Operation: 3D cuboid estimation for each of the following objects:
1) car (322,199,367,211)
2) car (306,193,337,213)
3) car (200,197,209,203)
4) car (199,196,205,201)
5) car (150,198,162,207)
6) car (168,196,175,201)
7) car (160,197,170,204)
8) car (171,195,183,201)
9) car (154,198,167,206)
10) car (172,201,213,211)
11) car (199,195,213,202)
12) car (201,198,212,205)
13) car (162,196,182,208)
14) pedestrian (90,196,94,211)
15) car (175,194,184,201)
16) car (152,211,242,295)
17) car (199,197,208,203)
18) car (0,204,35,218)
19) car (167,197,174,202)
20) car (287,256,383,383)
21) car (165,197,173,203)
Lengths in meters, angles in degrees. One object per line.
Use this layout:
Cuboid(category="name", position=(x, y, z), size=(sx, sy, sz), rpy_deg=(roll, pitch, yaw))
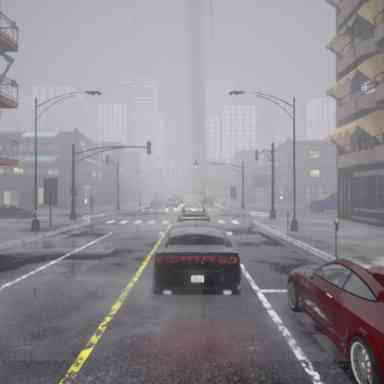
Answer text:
Cuboid(category="car", position=(17.519, 1.474, 38.417), size=(4.313, 1.339, 1.947), rpy_deg=(-1, 0, 0))
Cuboid(category="car", position=(15.199, 1.141, 35.838), size=(5.566, 2.045, 2.150), rpy_deg=(-1, 0, 0))
Cuboid(category="car", position=(2.753, 1.833, 76.206), size=(1.947, 1.339, 4.313), rpy_deg=(0, 0, 0))
Cuboid(category="car", position=(2.765, 1.926, 92.780), size=(1.802, 1.307, 4.206), rpy_deg=(0, 0, 0))
Cuboid(category="car", position=(-5.733, 1.720, 54.115), size=(1.887, 1.381, 4.507), rpy_deg=(0, 0, 0))
Cuboid(category="car", position=(-5.615, 1.868, 92.617), size=(1.752, 1.417, 4.829), rpy_deg=(0, 0, 0))
Cuboid(category="car", position=(-5.632, 1.767, 70.517), size=(1.752, 1.417, 4.829), rpy_deg=(0, 0, 0))
Cuboid(category="car", position=(-3.019, 1.727, 60.519), size=(1.812, 1.442, 4.674), rpy_deg=(0, 0, 0))
Cuboid(category="car", position=(-5.641, 1.763, 59.636), size=(1.947, 1.339, 4.313), rpy_deg=(0, 0, 0))
Cuboid(category="car", position=(0.061, 1.551, 19.743), size=(2.128, 1.511, 4.902), rpy_deg=(0, 0, -1))
Cuboid(category="car", position=(2.740, 1.513, 59.630), size=(2.192, 1.841, 5.009), rpy_deg=(0, 0, 0))
Cuboid(category="car", position=(2.743, 1.786, 65.155), size=(1.947, 1.339, 4.313), rpy_deg=(0, 0, 0))
Cuboid(category="car", position=(-3.050, 1.711, 51.075), size=(2.033, 1.411, 5.357), rpy_deg=(0, 0, 0))
Cuboid(category="pedestrian", position=(-12.478, 1.413, 41.379), size=(0.375, 1.860, 0.375), rpy_deg=(0, 0, 0))
Cuboid(category="car", position=(-2.942, 1.470, 71.125), size=(2.150, 2.045, 5.566), rpy_deg=(0, 0, 0))
Cuboid(category="car", position=(0.106, 1.503, 8.815), size=(1.882, 1.535, 5.008), rpy_deg=(0, 0, 0))
Cuboid(category="car", position=(2.757, 1.842, 81.731), size=(2.008, 1.369, 4.403), rpy_deg=(0, 0, 0))
Cuboid(category="car", position=(-17.535, 1.846, 32.643), size=(4.181, 1.385, 1.994), rpy_deg=(-1, 0, 0))
Cuboid(category="car", position=(-5.619, 1.899, 87.262), size=(1.802, 1.307, 4.206), rpy_deg=(0, 0, 0))
Cuboid(category="car", position=(2.696, 1.596, 4.877), size=(1.802, 1.307, 4.206), rpy_deg=(0, 0, 0))
Cuboid(category="car", position=(-5.623, 1.873, 81.738), size=(1.802, 1.307, 4.206), rpy_deg=(0, 0, 0))
